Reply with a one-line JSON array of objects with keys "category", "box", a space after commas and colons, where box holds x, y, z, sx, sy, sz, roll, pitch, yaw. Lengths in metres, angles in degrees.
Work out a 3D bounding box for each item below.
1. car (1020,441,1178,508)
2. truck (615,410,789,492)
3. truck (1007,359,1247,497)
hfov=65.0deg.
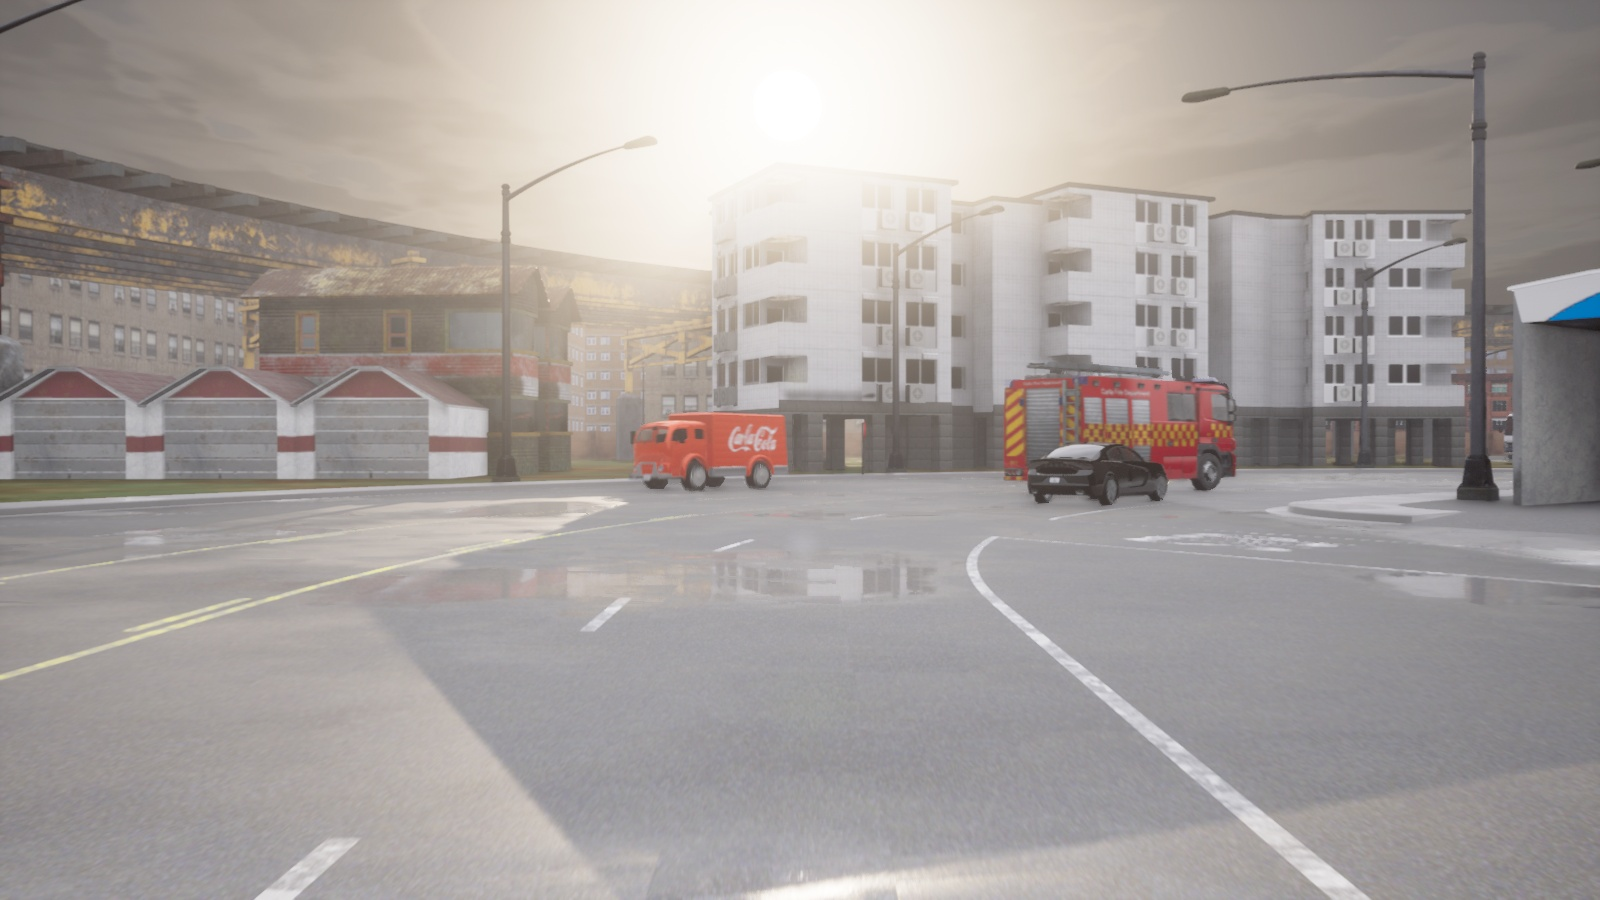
[{"category": "car", "box": [7.521, 0.554, 31.221, 1.882, 1.535, 5.008, 0, 0, 38]}, {"category": "truck", "box": [-3.073, 0.032, 40.443, 2.627, 2.467, 5.204, 0, 0, 42]}, {"category": "truck", "box": [10.203, -0.627, 38.570, 8.468, 3.827, 2.891, 0, 0, -41]}]
